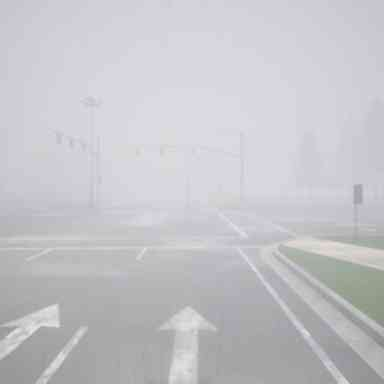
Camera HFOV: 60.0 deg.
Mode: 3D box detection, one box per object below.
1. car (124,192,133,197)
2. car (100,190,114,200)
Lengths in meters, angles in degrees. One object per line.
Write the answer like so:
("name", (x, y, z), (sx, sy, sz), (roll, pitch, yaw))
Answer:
("car", (-18.006, 0.685, 93.425), (1.812, 1.442, 4.674), (0, 1, 2))
("car", (-18.418, 0.576, 72.041), (2.150, 2.045, 5.566), (0, 1, 0))
